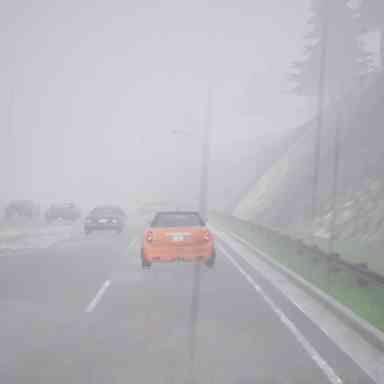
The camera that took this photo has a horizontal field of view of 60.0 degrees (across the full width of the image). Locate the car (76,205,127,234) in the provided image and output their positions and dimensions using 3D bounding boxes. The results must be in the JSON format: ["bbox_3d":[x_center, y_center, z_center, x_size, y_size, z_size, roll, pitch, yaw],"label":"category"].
[{"bbox_3d":[-4.695,1.437,18.503,2.033,1.411,5.357,0,0,-8],"label":"car"}]

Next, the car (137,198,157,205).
[{"bbox_3d":[-4.051,1.273,31.483,1.882,1.535,5.008,0,0,-16],"label":"car"}]

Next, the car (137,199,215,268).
[{"bbox_3d":[-0.505,1.275,11.200,2.097,1.767,4.553,0,0,-4],"label":"car"}]

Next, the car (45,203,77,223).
[{"bbox_3d":[-9.285,1.470,24.271,1.895,1.301,4.718,0,0,-12],"label":"car"}]

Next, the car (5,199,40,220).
[{"bbox_3d":[-13.585,1.374,26.855,1.837,1.490,4.892,0,0,-15],"label":"car"}]
